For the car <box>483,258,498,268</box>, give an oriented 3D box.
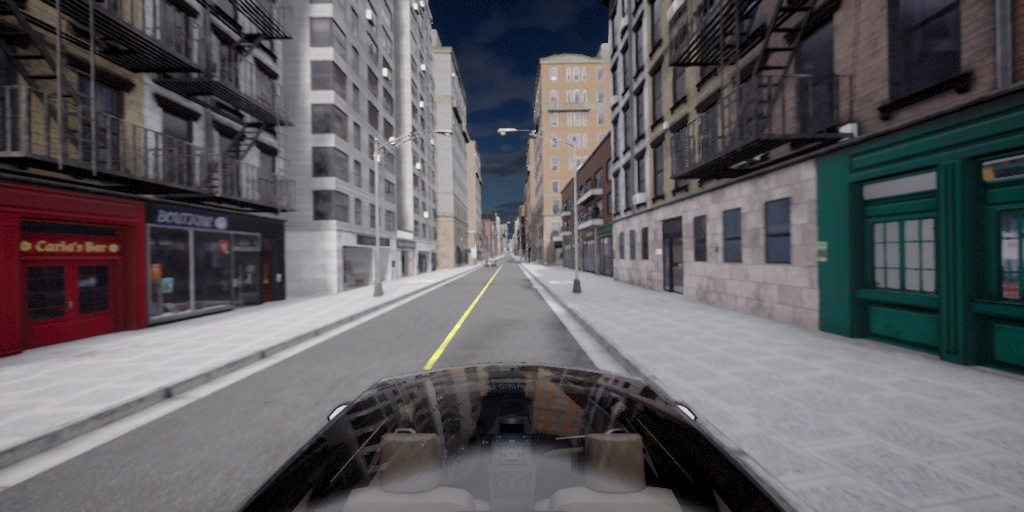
[{"bbox_3d":[-3.315,1.013,56.134,2.128,1.511,4.902,-1,0,0],"label":"car"}]
